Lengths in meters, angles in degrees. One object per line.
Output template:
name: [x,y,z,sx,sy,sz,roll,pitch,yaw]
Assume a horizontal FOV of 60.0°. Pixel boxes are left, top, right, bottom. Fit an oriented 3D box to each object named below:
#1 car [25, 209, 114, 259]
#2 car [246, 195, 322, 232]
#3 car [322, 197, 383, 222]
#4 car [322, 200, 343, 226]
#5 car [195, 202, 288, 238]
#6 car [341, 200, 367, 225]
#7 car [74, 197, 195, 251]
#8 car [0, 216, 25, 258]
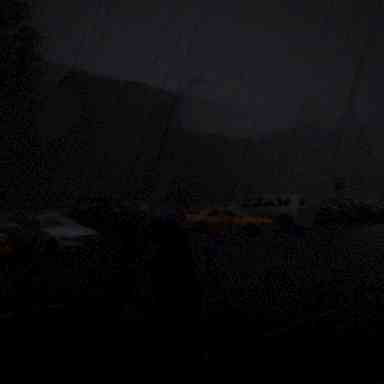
car: [-5.438,1.533,12.694,4.674,1.452,2.002,-1,-1,34]
car: [4.321,1.207,19.678,5.566,2.045,2.435,-1,0,35]
car: [11.658,1.253,24.911,4.553,1.767,2.185,-1,-1,35]
car: [6.766,1.465,21.417,4.792,1.488,2.163,-1,0,35]
car: [2.054,1.468,17.816,5.366,1.575,1.946,-1,-1,34]
car: [9.243,1.453,23.153,4.674,1.452,2.002,-1,-1,35]
car: [-2.963,1.243,14.424,5.566,2.045,2.435,-1,-1,35]
car: [-8.037,1.490,11.047,5.366,1.575,1.946,-1,-1,35]
